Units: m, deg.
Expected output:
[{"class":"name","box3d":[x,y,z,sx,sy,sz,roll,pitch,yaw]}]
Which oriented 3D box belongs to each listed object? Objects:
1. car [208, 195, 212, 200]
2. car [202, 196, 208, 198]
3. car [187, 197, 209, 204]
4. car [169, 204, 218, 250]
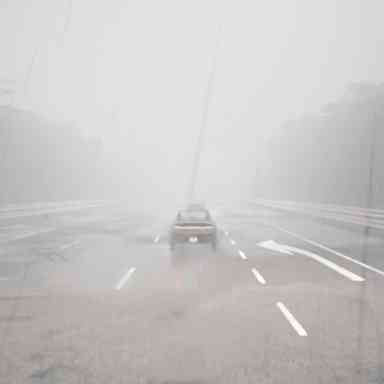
[{"class":"car","box3d":[3.056,1.667,80.577,2.128,1.511,4.902,0,0,5]},{"class":"car","box3d":[1.201,1.581,51.350,1.812,1.442,4.674,0,0,3]},{"class":"car","box3d":[0.483,1.534,33.297,1.812,1.442,4.674,0,0,2]},{"class":"car","box3d":[0.076,1.488,14.218,2.128,1.511,4.902,0,0,1]}]
